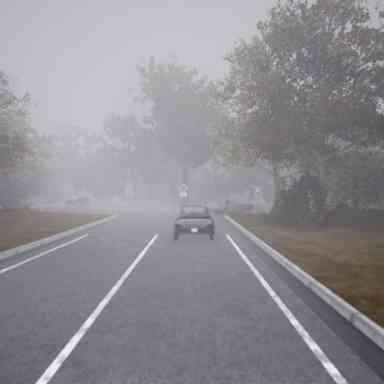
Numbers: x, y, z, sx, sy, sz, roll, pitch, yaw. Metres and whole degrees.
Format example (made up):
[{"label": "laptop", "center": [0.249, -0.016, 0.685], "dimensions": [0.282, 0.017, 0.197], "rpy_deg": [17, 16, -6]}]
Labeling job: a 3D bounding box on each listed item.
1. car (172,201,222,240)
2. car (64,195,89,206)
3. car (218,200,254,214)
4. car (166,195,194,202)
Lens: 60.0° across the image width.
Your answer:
[{"label": "car", "center": [0.101, 1.401, 16.586], "dimensions": [2.128, 1.511, 4.902], "rpy_deg": [0, 0, 0]}, {"label": "car", "center": [-17.297, 1.206, 50.080], "dimensions": [1.882, 1.535, 5.008], "rpy_deg": [0, 0, 10]}, {"label": "car", "center": [3.924, 1.421, 33.077], "dimensions": [4.718, 1.301, 1.895], "rpy_deg": [0, 0, -33]}, {"label": "car", "center": [-2.299, 1.201, 64.091], "dimensions": [5.357, 1.411, 2.033], "rpy_deg": [0, 0, -3]}]
